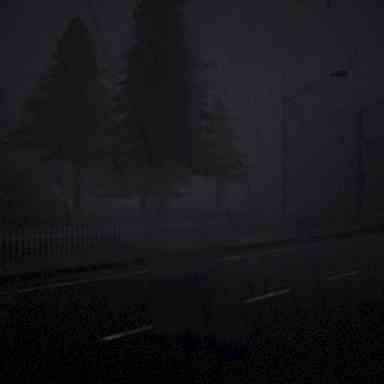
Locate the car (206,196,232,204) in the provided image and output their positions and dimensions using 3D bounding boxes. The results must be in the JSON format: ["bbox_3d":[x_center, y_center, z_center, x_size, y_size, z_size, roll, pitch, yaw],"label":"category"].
[{"bbox_3d":[3.931,1.501,57.044,2.033,1.411,5.357,0,0,-34],"label":"car"}]

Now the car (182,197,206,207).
[{"bbox_3d":[-0.520,1.455,51.078,2.128,1.511,4.902,0,0,-34],"label":"car"}]

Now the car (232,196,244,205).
[{"bbox_3d":[6.831,1.497,59.004,2.033,1.411,5.357,0,0,-34],"label":"car"}]
